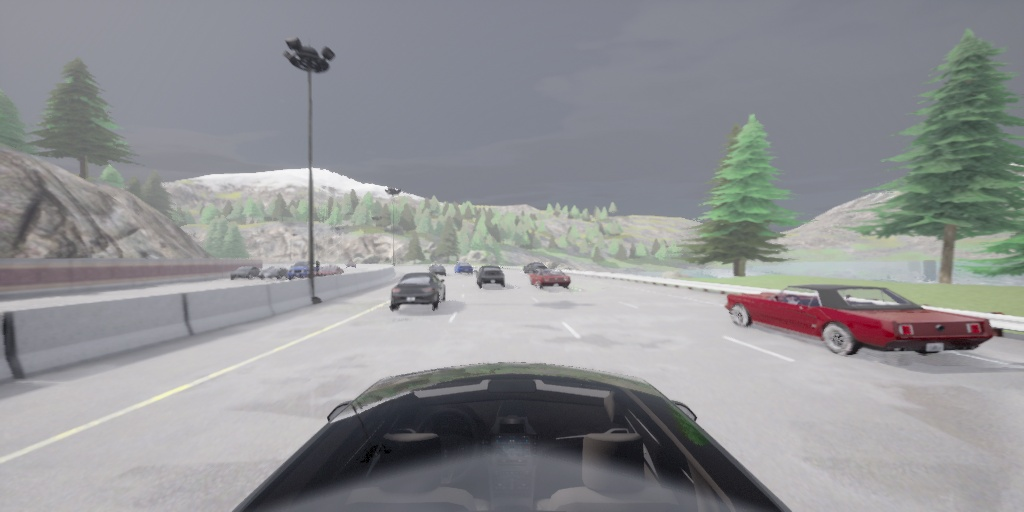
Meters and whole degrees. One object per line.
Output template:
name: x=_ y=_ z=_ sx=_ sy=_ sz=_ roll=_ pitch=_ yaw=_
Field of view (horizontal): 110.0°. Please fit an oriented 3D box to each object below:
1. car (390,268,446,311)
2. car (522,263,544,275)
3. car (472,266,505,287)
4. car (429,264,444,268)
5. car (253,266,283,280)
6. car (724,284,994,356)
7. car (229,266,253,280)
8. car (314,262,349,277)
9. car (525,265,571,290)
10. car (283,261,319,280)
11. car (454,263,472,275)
car: x=-3.928 y=1.425 z=15.444 sx=1.812 sy=1.442 sz=4.674 roll=0 pitch=0 yaw=-5
car: x=2.548 y=1.493 z=40.875 sx=1.837 sy=1.490 sz=4.892 roll=0 pitch=0 yaw=-14
car: x=-1.687 y=1.451 z=26.517 sx=1.837 sy=1.490 sz=4.892 roll=0 pitch=0 yaw=-9
car: x=-9.700 y=1.756 z=46.056 sx=1.994 sy=1.385 sz=4.181 roll=-1 pitch=0 yaw=-17
car: x=-26.427 y=1.872 z=40.048 sx=2.128 sy=1.511 sz=4.902 roll=-1 pitch=0 yaw=-16
car: x=7.205 y=1.298 z=8.385 sx=1.895 sy=1.301 sz=4.718 roll=-1 pitch=0 yaw=-2
car: x=-30.389 y=1.946 z=41.095 sx=1.837 sy=1.490 sz=4.892 roll=-1 pitch=0 yaw=-16
car: x=-18.093 y=1.713 z=35.767 sx=1.882 sy=1.535 sz=5.008 roll=-1 pitch=0 yaw=-13
car: x=2.378 y=1.472 z=23.831 sx=1.895 sy=1.301 sz=4.718 roll=-1 pitch=0 yaw=-7
car: x=-22.536 y=1.544 z=39.206 sx=2.150 sy=2.045 sz=5.566 roll=-1 pitch=0 yaw=-15
car: x=-6.589 y=1.640 z=48.087 sx=1.882 sy=1.535 sz=5.008 roll=0 pitch=0 yaw=-18
